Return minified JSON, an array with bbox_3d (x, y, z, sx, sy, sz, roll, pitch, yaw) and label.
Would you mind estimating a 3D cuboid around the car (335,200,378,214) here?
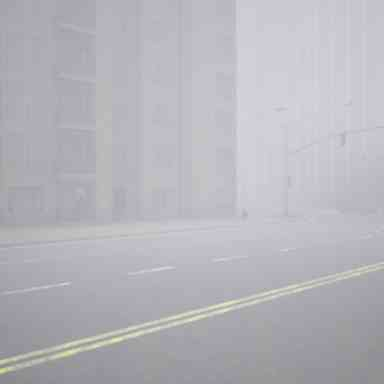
[{"bbox_3d":[17.189,1.523,34.940,1.994,1.385,4.181,0,0,-25],"label":"car"}]
